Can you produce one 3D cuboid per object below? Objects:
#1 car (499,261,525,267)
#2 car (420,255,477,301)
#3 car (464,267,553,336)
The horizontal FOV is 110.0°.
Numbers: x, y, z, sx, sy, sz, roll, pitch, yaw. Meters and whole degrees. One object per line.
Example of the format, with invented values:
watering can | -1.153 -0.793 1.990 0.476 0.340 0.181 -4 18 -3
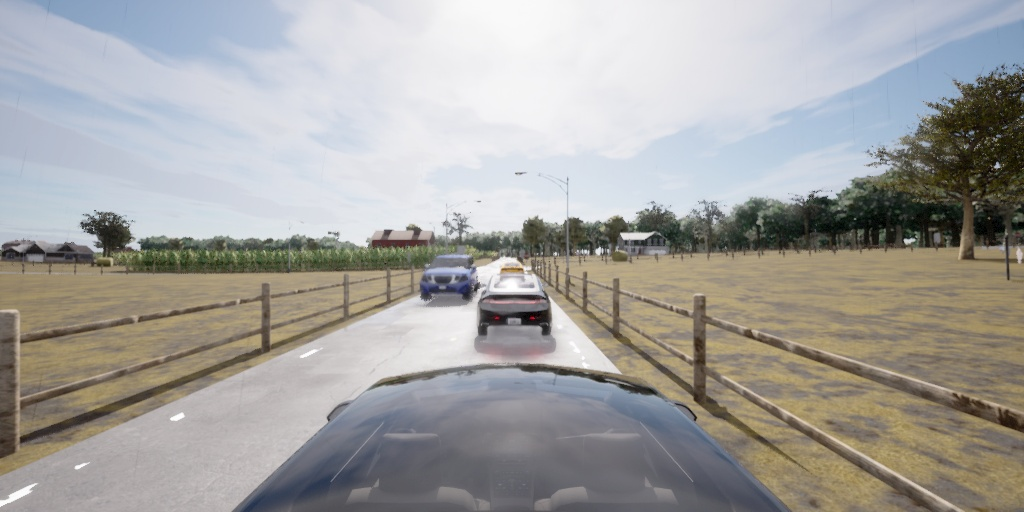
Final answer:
car | 0.006 1.177 29.046 1.882 1.535 5.008 0 0 0
car | -2.903 0.951 17.700 2.150 2.045 5.566 0 0 0
car | 0.065 1.235 10.388 2.128 1.511 4.902 0 0 0
